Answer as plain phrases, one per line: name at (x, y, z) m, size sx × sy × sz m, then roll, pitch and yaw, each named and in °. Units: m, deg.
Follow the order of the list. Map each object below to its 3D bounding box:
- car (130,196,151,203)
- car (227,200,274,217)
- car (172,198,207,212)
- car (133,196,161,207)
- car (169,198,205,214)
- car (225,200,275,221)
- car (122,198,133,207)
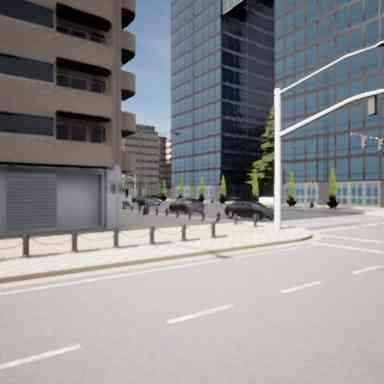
car at (-10.433, 1.492, 66.859) m, size 2.033 × 1.411 × 5.357 m, roll 0°, pitch 0°, yaw -35°
car at (5.469, 1.508, 31.668) m, size 1.994 × 1.385 × 4.181 m, roll 0°, pitch 0°, yaw -36°
car at (-0.380, 1.449, 39.944) m, size 1.837 × 1.490 × 4.892 m, roll 0°, pitch 0°, yaw -35°
car at (-6.262, 1.436, 48.378) m, size 2.128 × 1.511 × 4.902 m, roll 0°, pitch 0°, yaw -34°
car at (-0.610, 1.470, 34.177) m, size 1.812 × 1.442 × 4.674 m, roll 0°, pitch 0°, yaw -35°
car at (4.738, 1.449, 26.677) m, size 1.837 × 1.490 × 4.892 m, roll 0°, pitch 0°, yaw -37°
car at (-10.550, 1.509, 48.409) m, size 1.994 × 1.385 × 4.181 m, roll 0°, pitch 0°, yaw -35°
